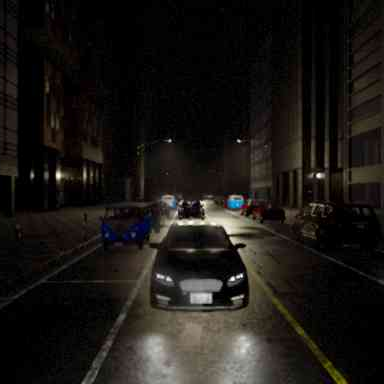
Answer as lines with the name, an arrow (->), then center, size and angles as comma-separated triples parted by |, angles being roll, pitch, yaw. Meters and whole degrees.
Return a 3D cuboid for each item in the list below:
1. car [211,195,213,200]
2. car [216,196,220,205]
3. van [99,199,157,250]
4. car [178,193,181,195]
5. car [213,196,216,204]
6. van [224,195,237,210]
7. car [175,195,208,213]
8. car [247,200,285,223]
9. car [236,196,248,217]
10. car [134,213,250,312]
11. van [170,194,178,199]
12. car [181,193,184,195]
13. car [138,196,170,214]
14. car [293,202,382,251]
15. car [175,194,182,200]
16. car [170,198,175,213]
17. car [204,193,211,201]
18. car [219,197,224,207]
car -> 5.201, 1.519, 64.733 | 1.752, 1.417, 4.829 | 0, 0, -1
car -> 5.357, 1.559, 53.346 | 1.947, 1.339, 4.313 | 0, 0, -1
van -> -2.631, 1.337, 13.958 | 1.690, 1.788, 3.998 | 0, 0, -1
car -> -3.167, 1.431, 53.221 | 1.967, 1.590, 4.097 | 0, 0, -1
car -> 5.278, 1.518, 59.124 | 1.752, 1.417, 4.829 | 0, 0, -1
van -> 5.510, 1.335, 42.128 | 1.690, 1.788, 3.998 | 0, 0, -1
car -> -0.056, 1.346, 27.164 | 2.097, 1.767, 4.553 | 0, 0, -1
car -> 5.740, 1.540, 25.302 | 1.887, 1.381, 4.507 | 0, 0, -1
car -> 5.663, 1.435, 30.911 | 1.967, 1.590, 4.097 | 0, 0, -1
car -> 0.113, 1.489, 7.941 | 2.128, 1.511, 4.902 | 0, 0, -1
van -> -3.014, 1.333, 42.003 | 1.690, 1.788, 3.998 | 0, 0, -1
car -> -3.627, 1.576, 86.874 | 1.947, 1.339, 4.313 | 0, 0, -1
car -> -2.708, 1.310, 19.567 | 2.192, 1.841, 5.009 | 0, 0, -1
car -> 5.893, 1.313, 14.085 | 2.192, 1.841, 5.009 | 0, 0, -1
car -> -3.704, 1.456, 92.484 | 1.967, 1.590, 4.097 | 0, 0, -1
car -> -2.861, 1.544, 30.785 | 2.008, 1.369, 4.403 | 0, 0, -1
car -> 4.897, 1.563, 86.996 | 2.008, 1.369, 4.403 | 0, 0, -1
car -> 5.433, 1.538, 47.737 | 1.887, 1.381, 4.507 | 0, 0, -1
